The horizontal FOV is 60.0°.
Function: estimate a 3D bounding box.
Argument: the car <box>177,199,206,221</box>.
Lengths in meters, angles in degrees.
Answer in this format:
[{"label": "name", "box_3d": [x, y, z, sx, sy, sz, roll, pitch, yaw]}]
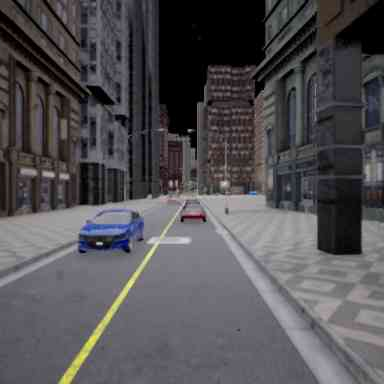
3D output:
[{"label": "car", "box_3d": [0.103, 1.499, 26.322, 1.994, 1.385, 4.181, 0, 0, 0]}]

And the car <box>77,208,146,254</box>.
[{"label": "car", "box_3d": [-3.096, 1.452, 13.612, 1.882, 1.535, 5.008, 0, 0, 0]}]

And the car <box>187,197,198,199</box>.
[{"label": "car", "box_3d": [0.073, 1.366, 43.820, 2.128, 1.511, 4.902, 0, 0, 0]}]

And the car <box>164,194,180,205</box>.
[{"label": "car", "box_3d": [-3.036, 1.190, 56.155, 2.097, 1.767, 4.553, 0, 0, 1]}]
